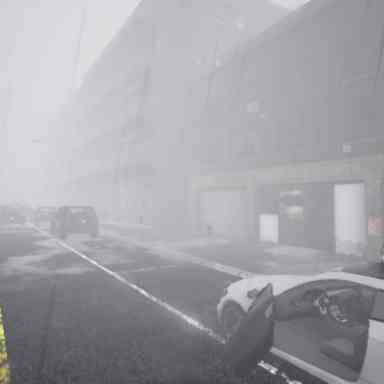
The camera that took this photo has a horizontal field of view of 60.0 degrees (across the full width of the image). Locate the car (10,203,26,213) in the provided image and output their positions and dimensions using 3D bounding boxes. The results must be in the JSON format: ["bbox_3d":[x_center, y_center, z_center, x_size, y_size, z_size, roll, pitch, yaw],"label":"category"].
[{"bbox_3d":[-28.035,2.549,53.487,1.887,1.381,4.507,1,-2,-32],"label":"car"}]

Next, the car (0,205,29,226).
[{"bbox_3d":[-15.179,2.072,27.829,1.994,1.385,4.181,1,-1,-32],"label":"car"}]

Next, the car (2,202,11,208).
[{"bbox_3d":[-46.047,3.185,82.484,1.802,1.307,4.206,1,-2,-32],"label":"car"}]

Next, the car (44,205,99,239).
[{"bbox_3d":[-7.020,1.680,19.662,2.192,1.841,5.009,1,-2,-32],"label":"car"}]

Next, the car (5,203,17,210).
[{"bbox_3d":[-37.041,2.883,67.985,1.802,1.307,4.206,1,-2,-32],"label":"car"}]

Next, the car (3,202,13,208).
[{"bbox_3d":[-43.045,3.083,77.651,1.802,1.307,4.206,1,-2,-32],"label":"car"}]

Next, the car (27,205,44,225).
[{"bbox_3d":[-13.025,1.982,29.325,1.967,1.590,4.097,1,-2,-32],"label":"car"}]

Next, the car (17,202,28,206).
[{"bbox_3d":[-22.032,2.397,43.821,1.802,1.307,4.206,1,-2,-32],"label":"car"}]

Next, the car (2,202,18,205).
[{"bbox_3d":[-21.046,2.160,37.228,1.882,1.535,5.008,1,-1,-31],"label":"car"}]

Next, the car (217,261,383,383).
[{"bbox_3d":[2.209,1.615,4.145,1.812,1.442,4.674,1,-1,-32],"label":"car"}]
